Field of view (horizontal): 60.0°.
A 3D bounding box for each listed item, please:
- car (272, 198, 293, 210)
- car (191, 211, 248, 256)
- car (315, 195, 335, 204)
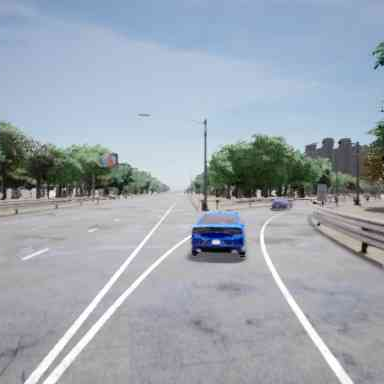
[{"bbox_3d":[11.435,1.505,42.057,1.812,1.442,4.674,0,0,30],"label":"car"},{"bbox_3d":[1.176,1.482,13.163,1.882,1.535,5.008,0,0,9],"label":"car"},{"bbox_3d":[23.153,1.306,57.951,2.097,1.767,4.553,0,0,42],"label":"car"}]
